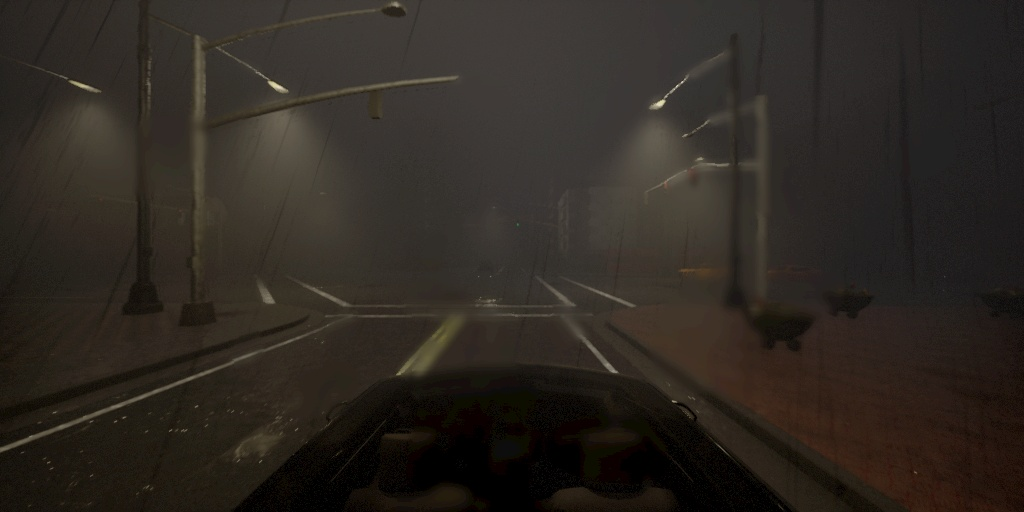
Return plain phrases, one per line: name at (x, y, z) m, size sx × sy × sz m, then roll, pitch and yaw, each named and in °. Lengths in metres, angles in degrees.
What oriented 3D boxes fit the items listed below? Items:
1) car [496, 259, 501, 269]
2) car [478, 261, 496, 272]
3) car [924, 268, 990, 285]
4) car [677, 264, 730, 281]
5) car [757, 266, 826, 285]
car at (-3.503, 1.538, 64.520) m, size 1.994 × 1.385 × 4.181 m, roll 0°, pitch 0°, yaw 1°
car at (-3.559, 1.397, 48.757) m, size 1.882 × 1.535 × 5.008 m, roll 0°, pitch 0°, yaw 0°
car at (41.632, 1.890, 33.551) m, size 4.674 × 1.442 × 1.812 m, roll 1°, pitch 0°, yaw 0°
car at (18.025, 1.503, 33.420) m, size 5.008 × 1.535 × 1.882 m, roll 1°, pitch 0°, yaw 0°
car at (23.221, 1.559, 29.955) m, size 5.008 × 1.535 × 1.882 m, roll 1°, pitch 0°, yaw -1°
